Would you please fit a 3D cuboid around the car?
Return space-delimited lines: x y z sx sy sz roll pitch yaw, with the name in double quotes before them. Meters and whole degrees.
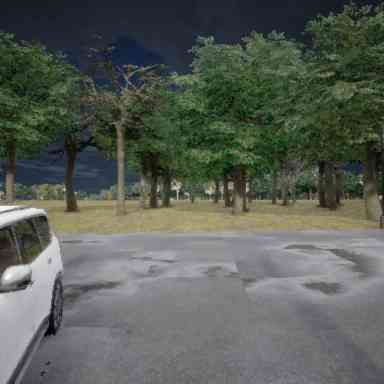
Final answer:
"car" -2.840 1.224 3.577 2.150 2.045 5.566 1 0 -12
